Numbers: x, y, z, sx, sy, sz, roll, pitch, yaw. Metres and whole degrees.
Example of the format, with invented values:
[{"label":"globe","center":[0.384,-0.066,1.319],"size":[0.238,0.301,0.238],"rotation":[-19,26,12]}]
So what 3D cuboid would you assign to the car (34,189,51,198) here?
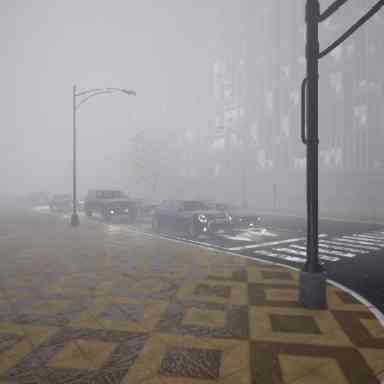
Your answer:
[{"label":"car","center":[-28.616,0.236,63.588],"size":[1.882,1.535,5.008],"rotation":[0,1,-38]}]

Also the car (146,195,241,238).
[{"label":"car","center":[-0.074,1.124,16.496],"size":[2.097,1.767,4.553],"rotation":[0,1,-38]}]

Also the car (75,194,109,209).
[{"label":"car","center":[-10.603,0.945,35.101],"size":[1.994,1.385,4.181],"rotation":[0,1,-38]}]

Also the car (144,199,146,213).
[{"label":"car","center":[-4.394,1.166,27.207],"size":[1.895,1.301,4.718],"rotation":[0,1,-38]}]

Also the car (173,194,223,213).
[{"label":"car","center":[0.484,1.039,31.829],"size":[2.128,1.511,4.902],"rotation":[0,1,-38]}]

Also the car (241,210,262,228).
[{"label":"car","center":[1.586,1.289,19.691],"size":[2.033,1.411,5.357],"rotation":[0,1,-36]}]

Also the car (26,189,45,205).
[{"label":"car","center":[-18.740,0.710,40.255],"size":[2.128,1.511,4.902],"rotation":[0,1,-37]}]

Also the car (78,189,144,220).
[{"label":"car","center":[-5.979,0.819,23.968],"size":[2.150,2.045,5.566],"rotation":[0,1,-38]}]

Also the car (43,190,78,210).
[{"label":"car","center":[-12.367,0.900,32.082],"size":[2.128,1.511,4.902],"rotation":[0,1,-38]}]
